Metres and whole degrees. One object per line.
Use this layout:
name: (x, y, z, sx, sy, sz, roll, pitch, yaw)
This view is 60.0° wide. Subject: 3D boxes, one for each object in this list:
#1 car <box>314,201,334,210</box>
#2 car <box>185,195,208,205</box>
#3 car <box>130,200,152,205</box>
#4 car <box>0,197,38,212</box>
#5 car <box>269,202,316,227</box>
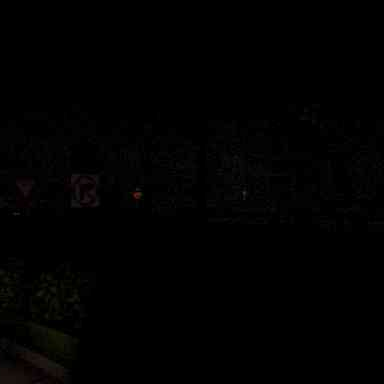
car: (13.025, 1.586, 33.269, 1.816, 1.474, 4.193, -1, 0, 35)
car: (0.931, 1.554, 63.425, 2.150, 2.045, 5.566, -1, 0, 36)
car: (-7.635, 1.903, 51.542, 1.994, 1.385, 4.181, -1, 0, 36)
car: (-18.778, 1.556, 36.110, 2.150, 2.045, 5.566, -1, 0, 36)
car: (6.597, 1.589, 22.061, 1.784, 1.438, 3.905, -1, 0, 35)
